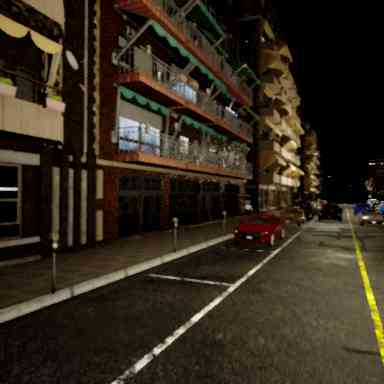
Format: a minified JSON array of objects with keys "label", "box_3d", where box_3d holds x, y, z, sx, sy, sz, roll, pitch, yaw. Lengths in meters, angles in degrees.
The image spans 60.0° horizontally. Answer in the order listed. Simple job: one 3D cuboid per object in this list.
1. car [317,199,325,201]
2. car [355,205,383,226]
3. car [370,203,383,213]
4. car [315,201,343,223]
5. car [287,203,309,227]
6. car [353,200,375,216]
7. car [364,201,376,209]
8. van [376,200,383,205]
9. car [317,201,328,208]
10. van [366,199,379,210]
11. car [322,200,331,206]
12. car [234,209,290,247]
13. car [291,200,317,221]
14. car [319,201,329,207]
[{"label":"car","box_3d":[17.054,2.040,46.454,1.967,1.590,4.097,0,-1,24]},{"label":"car","box_3d":[14.421,1.984,26.667,1.895,1.301,4.718,0,-1,25]},{"label":"car","box_3d":[26.967,2.279,48.029,1.947,1.339,4.313,0,-1,24]},{"label":"car","box_3d":[12.620,1.878,30.301,1.882,1.535,5.008,0,-1,25]},{"label":"car","box_3d":[7.863,1.842,26.164,1.752,1.417,4.829,0,-1,24]},{"label":"car","box_3d":[20.413,2.046,39.918,1.882,1.535,5.008,0,0,25]},{"label":"car","box_3d":[33.877,2.463,63.285,1.752,1.417,4.829,0,-1,24]},{"label":"van","box_3d":[22.407,1.910,37.964,1.690,1.788,3.998,0,-1,24]},{"label":"car","box_3d":[26.173,2.477,66.588,1.802,1.307,4.206,0,-1,24]},{"label":"van","box_3d":[31.528,2.201,58.100,1.690,1.788,3.998,0,-1,24]},{"label":"car","box_3d":[33.014,2.687,81.690,1.947,1.339,4.313,0,-1,24]},{"label":"car","box_3d":[3.373,1.726,16.251,1.887,1.381,4.507,0,-1,24]},{"label":"car","box_3d":[10.214,1.703,31.355,2.192,1.841,5.009,0,-1,24]},{"label":"car","box_3d":[28.453,2.552,71.622,1.802,1.307,4.206,0,-1,24]}]
